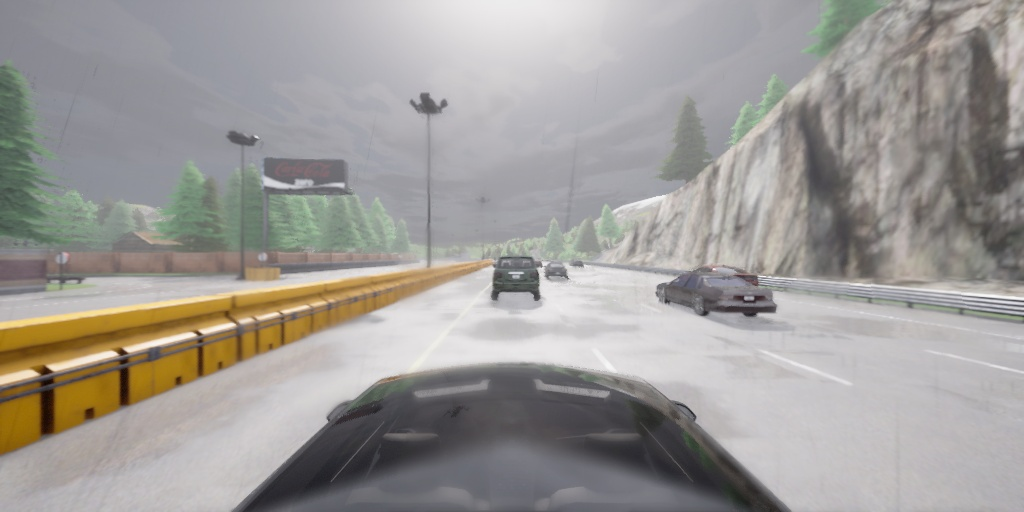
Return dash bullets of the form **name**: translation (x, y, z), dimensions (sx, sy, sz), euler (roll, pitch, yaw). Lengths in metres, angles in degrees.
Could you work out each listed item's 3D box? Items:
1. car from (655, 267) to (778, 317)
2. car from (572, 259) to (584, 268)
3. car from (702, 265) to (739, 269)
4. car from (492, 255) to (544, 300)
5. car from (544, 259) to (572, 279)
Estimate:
- **car**: translation (7.080, 1.297, 13.141), dimensions (2.033, 1.411, 5.357), euler (0, 0, 1)
- **car**: translation (11.276, 1.256, 62.779), dimensions (1.837, 1.490, 4.892), euler (0, 0, 1)
- **car**: translation (10.734, 1.227, 18.976), dimensions (1.882, 1.535, 5.008), euler (0, 0, 1)
- **car**: translation (0.213, 0.972, 17.854), dimensions (2.150, 2.045, 5.566), euler (0, 0, 1)
- **car**: translation (3.892, 1.276, 32.102), dimensions (1.812, 1.442, 4.674), euler (0, 0, 1)
